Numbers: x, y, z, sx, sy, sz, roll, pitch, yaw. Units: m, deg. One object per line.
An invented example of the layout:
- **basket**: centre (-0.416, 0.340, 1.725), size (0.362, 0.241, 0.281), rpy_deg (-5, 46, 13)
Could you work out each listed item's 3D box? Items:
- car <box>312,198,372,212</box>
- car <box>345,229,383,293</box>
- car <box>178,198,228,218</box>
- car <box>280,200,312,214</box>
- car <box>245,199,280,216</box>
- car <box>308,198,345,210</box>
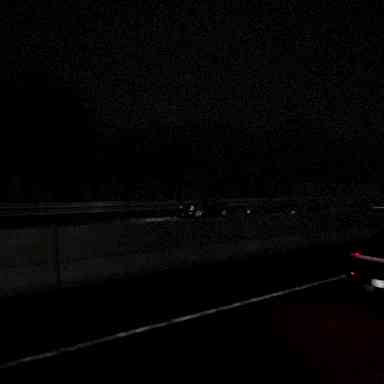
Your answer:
- **car**: centre (11.484, 1.416, 24.813), size (5.008, 1.535, 1.882), rpy_deg (-1, 0, -35)
- **car**: centre (5.476, 1.490, 7.585), size (4.902, 1.511, 2.128), rpy_deg (0, 0, -35)
- **car**: centre (1.005, 1.325, 29.442), size (4.553, 1.767, 2.097), rpy_deg (0, 0, -38)
- **car**: centre (10.168, 1.424, 28.160), size (4.902, 1.511, 2.128), rpy_deg (-1, 0, -35)
- **car**: centre (6.890, 1.436, 30.031), size (4.902, 1.511, 2.128), rpy_deg (-1, 0, -35)
- **car**: centre (16.671, 1.418, 41.160), size (4.718, 1.301, 1.895), rpy_deg (-1, 0, -35)
